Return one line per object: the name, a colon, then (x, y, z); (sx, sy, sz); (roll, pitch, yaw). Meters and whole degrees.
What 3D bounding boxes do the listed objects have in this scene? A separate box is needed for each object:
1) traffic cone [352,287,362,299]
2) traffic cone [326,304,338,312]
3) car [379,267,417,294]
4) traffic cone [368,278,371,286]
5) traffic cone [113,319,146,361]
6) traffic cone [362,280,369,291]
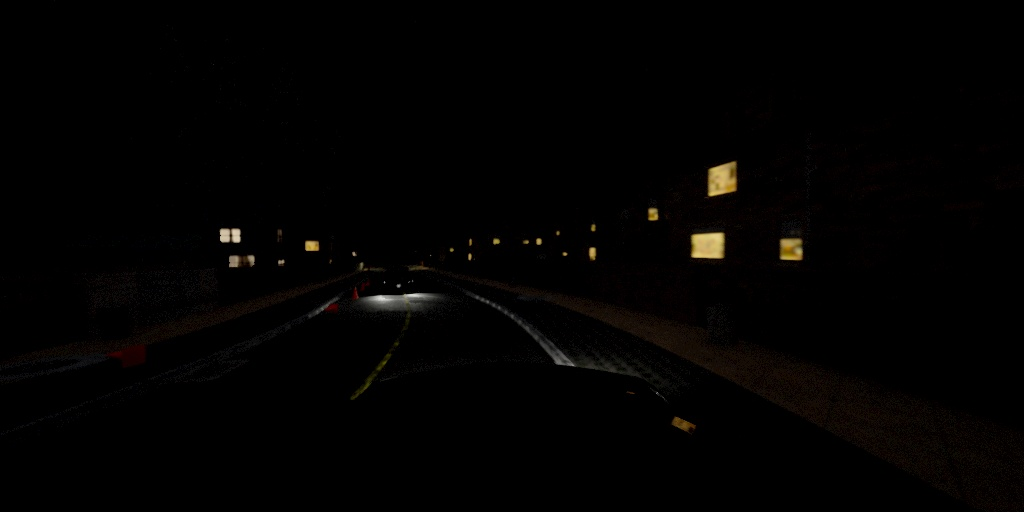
traffic cone: (-8.116, 1.908, 18.574); (0.340, 0.580, 0.340); (0, 0, -18)
traffic cone: (-6.680, 1.673, 13.465); (0.340, 0.580, 0.340); (0, 0, -17)
car: (-7.116, 1.463, 22.436); (1.837, 1.490, 4.892); (-1, -1, -18)
traffic cone: (-11.242, 2.033, 28.075); (0.340, 0.580, 0.340); (0, 0, -18)
traffic cone: (-6.695, 1.480, 6.364); (0.340, 0.580, 0.340); (0, 0, 8)
traffic cone: (-9.678, 1.970, 23.325); (0.340, 0.580, 0.340); (0, 0, -18)
